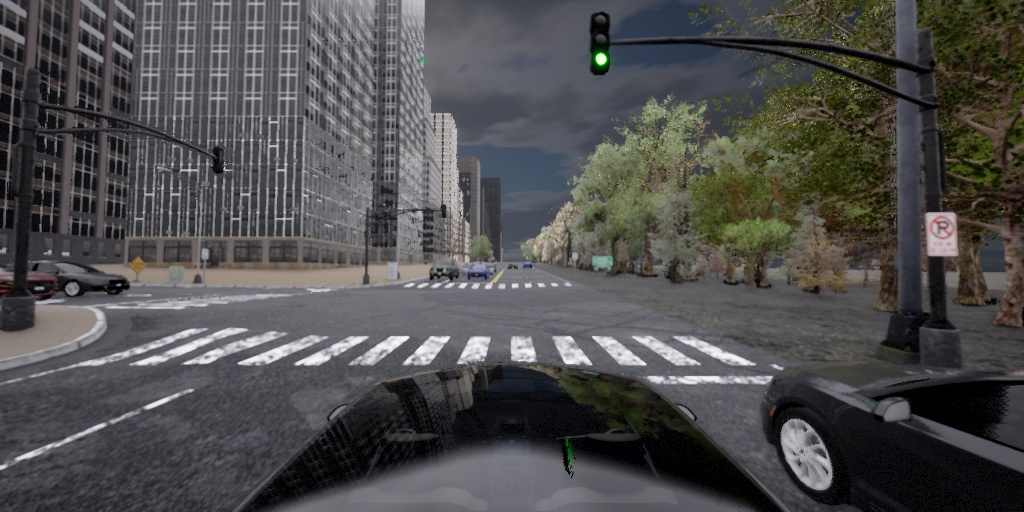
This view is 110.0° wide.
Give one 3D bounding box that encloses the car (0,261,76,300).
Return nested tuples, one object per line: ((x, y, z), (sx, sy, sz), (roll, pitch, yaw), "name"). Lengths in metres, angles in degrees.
((-19.368, 0.842, 12.716), (5.008, 1.535, 1.882), (1, -3, -3), "car")

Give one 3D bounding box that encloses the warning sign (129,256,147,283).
((-26.148, 0.939, 24.995), (1.060, 1.860, 1.300), (0, 0, -4), "warning sign")

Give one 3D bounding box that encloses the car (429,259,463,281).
((-6.584, 1.292, 35.336), (2.150, 2.045, 5.566), (0, -1, 0), "car")

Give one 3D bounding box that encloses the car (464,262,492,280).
((-3.327, 1.556, 36.188), (1.882, 1.535, 5.008), (0, -1, 0), "car")

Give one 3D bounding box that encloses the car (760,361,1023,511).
((3.349, 1.247, 1.528), (1.837, 1.490, 4.892), (-1, 0, 0), "car")

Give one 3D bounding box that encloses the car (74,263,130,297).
((-20.048, 1.006, 15.930), (4.892, 1.490, 1.837), (1, -3, -4), "car")

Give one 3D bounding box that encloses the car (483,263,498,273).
((-3.316, 1.812, 55.726), (2.033, 1.411, 5.357), (0, -1, 0), "car")

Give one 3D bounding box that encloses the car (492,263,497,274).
((-3.327, 1.768, 45.512), (1.895, 1.301, 4.718), (0, -1, 0), "car")
